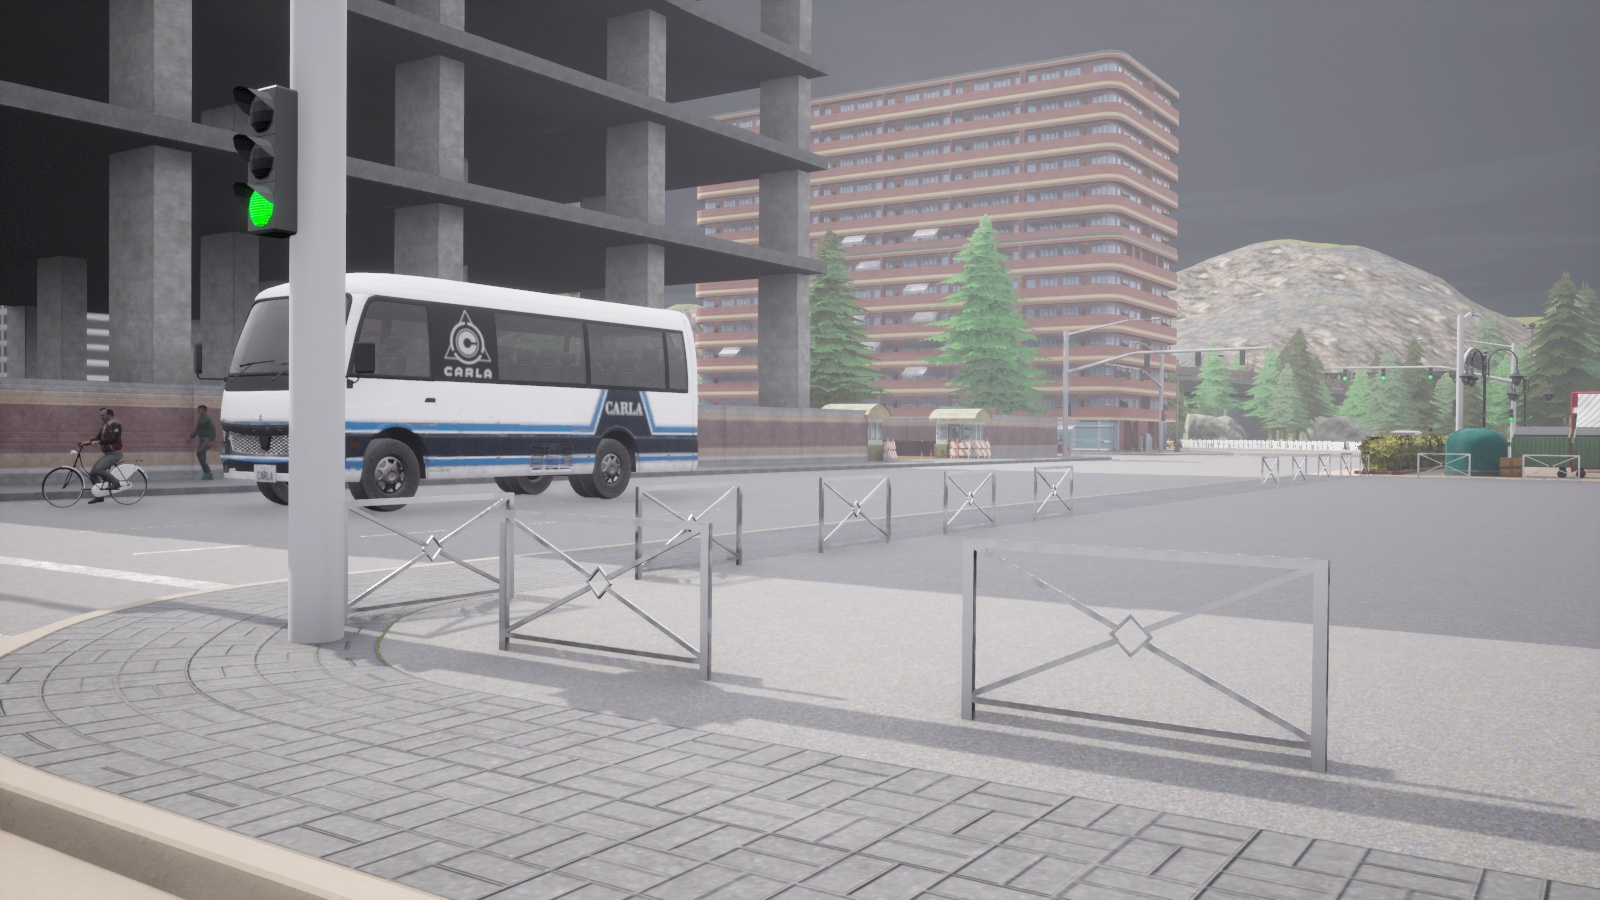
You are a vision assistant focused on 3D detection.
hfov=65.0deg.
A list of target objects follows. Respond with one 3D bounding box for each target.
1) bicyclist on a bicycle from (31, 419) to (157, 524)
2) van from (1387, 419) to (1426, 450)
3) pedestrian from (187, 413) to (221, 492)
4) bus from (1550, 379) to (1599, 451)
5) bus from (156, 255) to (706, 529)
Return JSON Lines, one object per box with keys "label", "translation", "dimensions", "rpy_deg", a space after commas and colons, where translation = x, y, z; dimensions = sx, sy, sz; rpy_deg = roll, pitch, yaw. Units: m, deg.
{"label": "bicyclist on a bicycle", "translation": [-12.481, 0.356, 22.252], "dimensions": [0.659, 1.776, 1.843], "rpy_deg": [0, 1, 33]}
{"label": "van", "translation": [39.961, -1.023, 82.698], "dimensions": [1.775, 1.987, 4.442], "rpy_deg": [0, 1, 33]}
{"label": "pedestrian", "translation": [-14.049, 0.058, 29.603], "dimensions": [0.353, 1.847, 0.614], "rpy_deg": [0, 1, 35]}
{"label": "bus", "translation": [50.598, -2.120, 74.495], "dimensions": [10.273, 4.253, 3.944], "rpy_deg": [0, 1, 34]}
{"label": "bus", "translation": [-6.591, -0.980, 24.827], "dimensions": [3.944, 4.253, 10.273], "rpy_deg": [0, 1, 33]}
